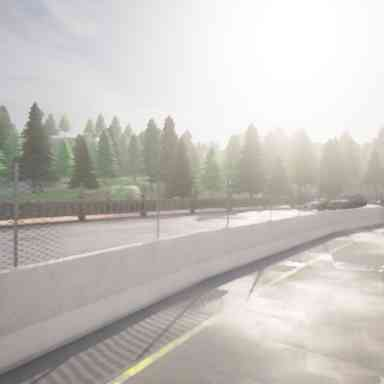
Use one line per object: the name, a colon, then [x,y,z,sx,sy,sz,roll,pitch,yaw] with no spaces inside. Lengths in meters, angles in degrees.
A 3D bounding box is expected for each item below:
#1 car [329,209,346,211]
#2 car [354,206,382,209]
car: [16.912,1.252,36.087,5.566,2.045,2.150,1,0,-37]
car: [18.529,1.578,32.903,5.357,1.411,2.033,0,0,-38]
